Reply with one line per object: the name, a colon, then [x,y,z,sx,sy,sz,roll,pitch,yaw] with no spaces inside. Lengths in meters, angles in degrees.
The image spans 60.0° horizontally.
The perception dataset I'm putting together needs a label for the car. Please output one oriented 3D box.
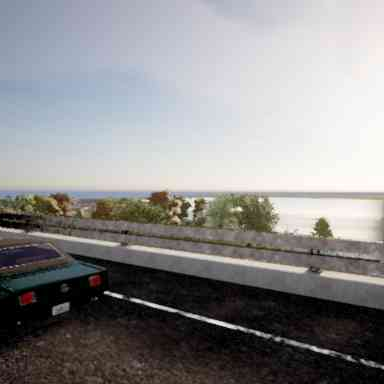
car: [-3.906,1.592,6.674,4.718,1.301,1.895,0,0,36]
